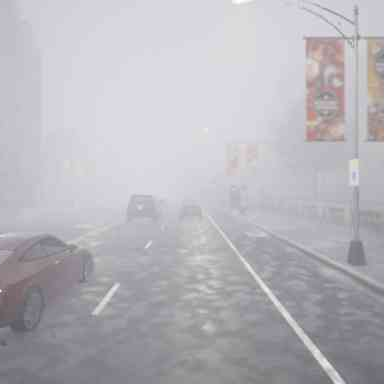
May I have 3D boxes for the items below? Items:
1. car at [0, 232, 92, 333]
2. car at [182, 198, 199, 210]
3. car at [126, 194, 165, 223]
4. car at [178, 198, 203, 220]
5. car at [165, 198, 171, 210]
[{"bbox_3d":[-3.462,1.527,6.660,1.812,1.442,4.674,0,0,0],"label":"car"},{"bbox_3d":[-0.240,1.508,43.280,2.033,1.411,5.357,0,0,-1],"label":"car"},{"bbox_3d":[-3.593,1.204,25.629,2.150,2.045,5.566,0,0,0],"label":"car"},{"bbox_3d":[-0.118,1.466,28.087,2.128,1.511,4.902,0,0,0],"label":"car"},{"bbox_3d":[-3.727,1.474,41.671,1.837,1.490,4.892,0,0,0],"label":"car"}]
